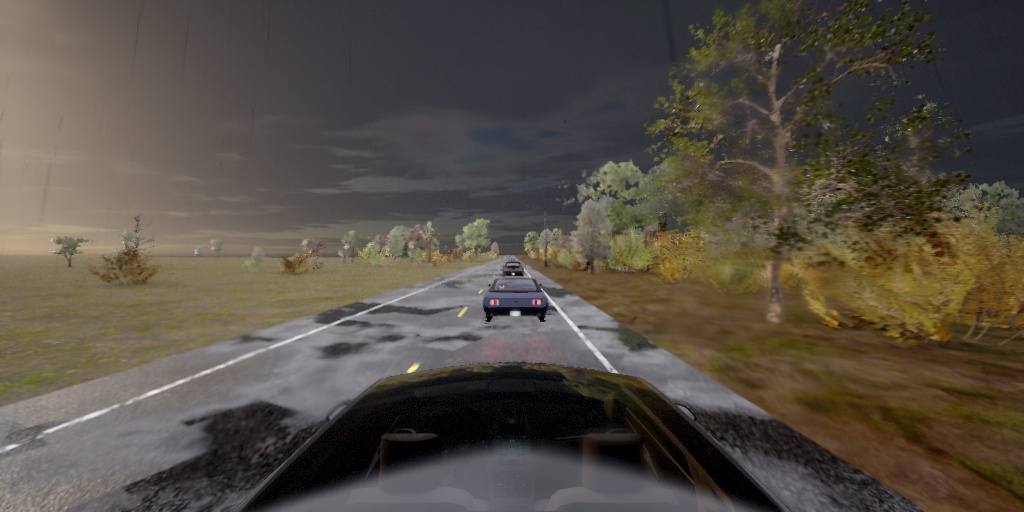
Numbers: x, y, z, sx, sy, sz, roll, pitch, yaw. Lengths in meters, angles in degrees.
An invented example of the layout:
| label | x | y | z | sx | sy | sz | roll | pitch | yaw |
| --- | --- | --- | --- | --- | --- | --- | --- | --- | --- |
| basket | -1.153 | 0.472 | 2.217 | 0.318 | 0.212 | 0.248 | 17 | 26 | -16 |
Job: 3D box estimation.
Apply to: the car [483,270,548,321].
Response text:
| label | x | y | z | sx | sy | sz | roll | pitch | yaw |
| --- | --- | --- | --- | --- | --- | --- | --- | --- | --- |
| car | 0.101 | 1.350 | 12.419 | 1.895 | 1.301 | 4.718 | 0 | 0 | 0 |

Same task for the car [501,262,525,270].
| label | x | y | z | sx | sy | sz | roll | pitch | yaw |
| --- | --- | --- | --- | --- | --- | --- | --- | --- | --- |
| car | 0.098 | 1.241 | 32.228 | 1.837 | 1.490 | 4.892 | 0 | 0 | 0 |
